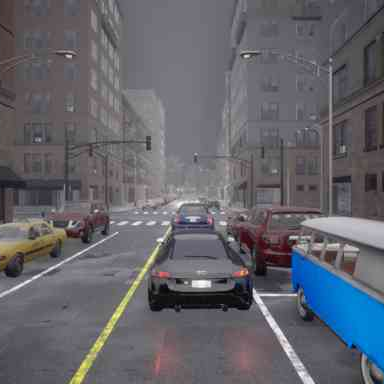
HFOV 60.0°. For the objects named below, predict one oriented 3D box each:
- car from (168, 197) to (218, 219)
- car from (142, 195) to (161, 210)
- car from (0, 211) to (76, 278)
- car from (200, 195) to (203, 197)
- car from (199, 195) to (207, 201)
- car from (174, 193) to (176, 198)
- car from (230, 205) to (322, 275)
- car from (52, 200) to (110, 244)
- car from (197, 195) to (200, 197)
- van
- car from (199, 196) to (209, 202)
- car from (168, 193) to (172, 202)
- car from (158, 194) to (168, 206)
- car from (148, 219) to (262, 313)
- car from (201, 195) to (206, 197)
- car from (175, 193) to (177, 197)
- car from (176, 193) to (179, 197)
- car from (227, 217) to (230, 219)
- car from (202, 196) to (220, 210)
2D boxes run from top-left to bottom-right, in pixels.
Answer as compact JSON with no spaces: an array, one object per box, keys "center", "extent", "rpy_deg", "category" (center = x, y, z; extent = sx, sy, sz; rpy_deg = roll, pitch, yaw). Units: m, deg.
[{"center":[0.062,1.351,17.833],"extent":[2.097,1.767,4.553],"rpy_deg":[0,0,0],"category":"car"},{"center":[-5.384,1.522,42.908],"extent":[1.752,1.417,4.829],"rpy_deg":[0,0,0],"category":"car"},{"center":[-5.392,1.525,10.221],"extent":[1.752,1.417,4.829],"rpy_deg":[0,0,0],"category":"car"},{"center":[2.678,1.547,54.035],"extent":[2.008,1.369,4.403],"rpy_deg":[0,0,0],"category":"car"},{"center":[2.698,1.438,81.446],"extent":[1.967,1.590,4.097],"rpy_deg":[0,0,0],"category":"car"},{"center":[-5.347,1.548,75.970],"extent":[2.008,1.369,4.403],"rpy_deg":[0,0,0],"category":"car"},{"center":[2.646,1.314,10.384],"extent":[2.192,1.841,5.009],"rpy_deg":[0,0,0],"category":"car"},{"center":[-5.388,1.314,16.070],"extent":[2.192,1.841,5.009],"rpy_deg":[0,0,0],"category":"car"},{"center":[2.690,1.548,70.481],"extent":[2.008,1.369,4.403],"rpy_deg":[0,0,0],"category":"car"},{"center":[2.642,1.341,4.706],"extent":[1.690,1.788,3.998],"rpy_deg":[0,0,0],"category":"van"},{"center":[2.694,1.548,75.963],"extent":[2.008,1.369,4.403],"rpy_deg":[0,0,0],"category":"car"},{"center":[-5.365,1.312,59.524],"extent":[2.192,1.841,5.009],"rpy_deg":[0,0,0],"category":"car"},{"center":[-5.372,1.522,53.871],"extent":[1.752,1.417,4.829],"rpy_deg":[0,0,0],"category":"car"},{"center":[0.104,1.564,7.777],"extent":[1.994,1.385,4.181],"rpy_deg":[0,0,-2],"category":"car"},{"center":[2.674,1.541,48.554],"extent":[1.887,1.381,4.507],"rpy_deg":[0,0,0],"category":"car"},{"center":[-5.341,1.563,81.452],"extent":[1.947,1.339,4.313],"rpy_deg":[0,0,0],"category":"car"},{"center":[-5.335,1.313,86.934],"extent":[2.192,1.841,5.009],"rpy_deg":[0,0,0],"category":"car"},{"center":[2.650,1.581,16.064],"extent":[1.802,1.307,4.206],"rpy_deg":[0,0,0],"category":"car"},{"center":[2.670,1.547,43.072],"extent":[2.008,1.369,4.403],"rpy_deg":[0,0,0],"category":"car"}]
